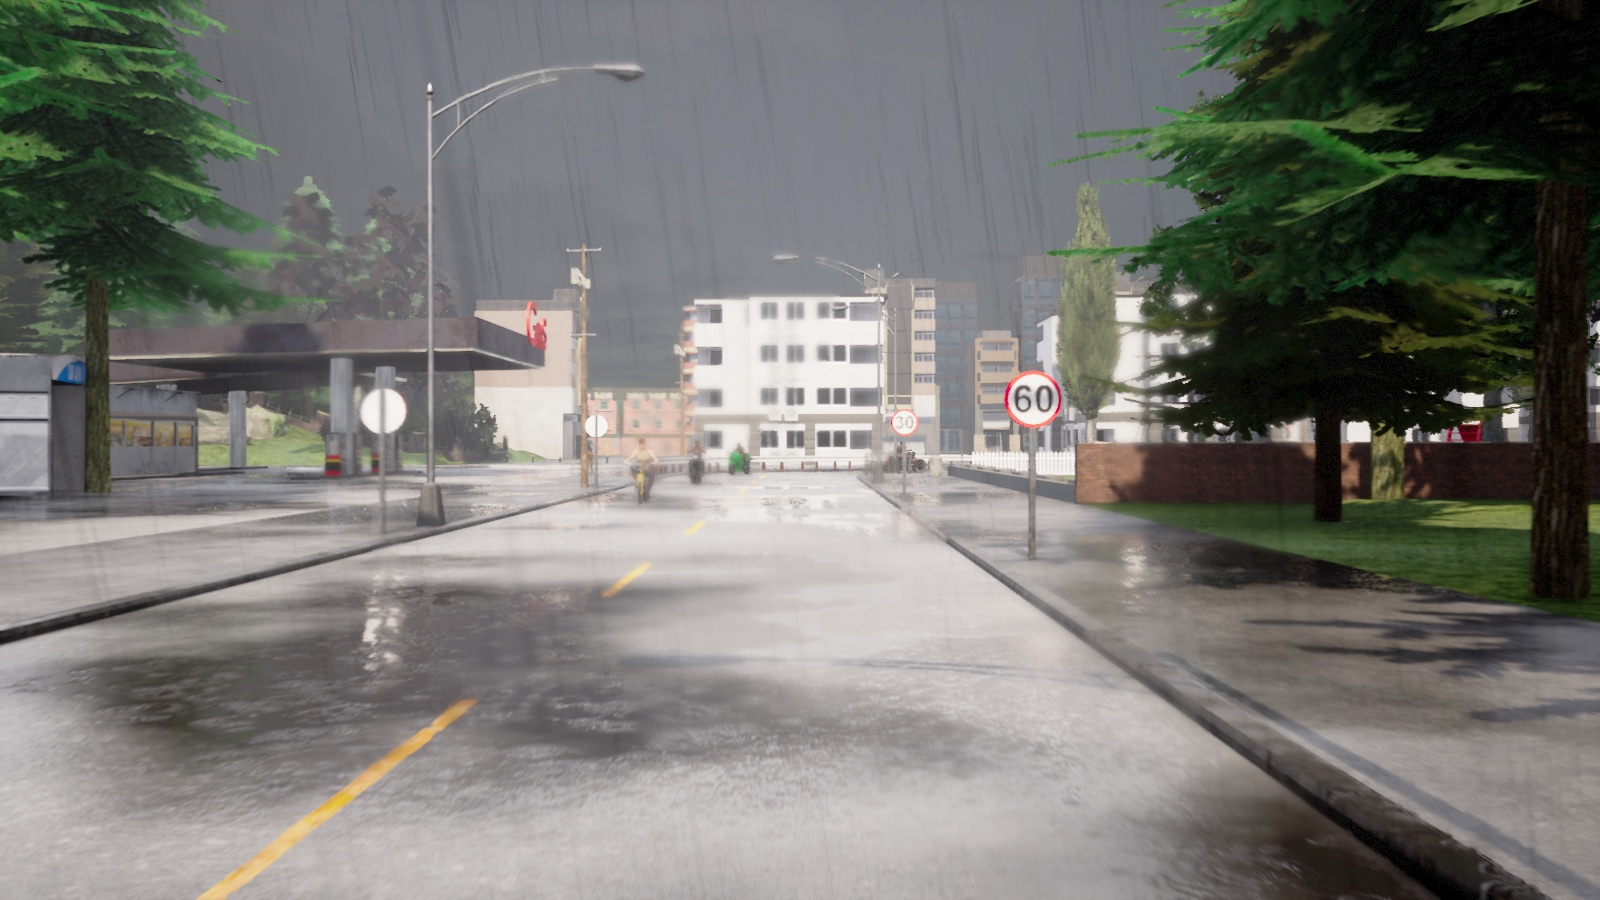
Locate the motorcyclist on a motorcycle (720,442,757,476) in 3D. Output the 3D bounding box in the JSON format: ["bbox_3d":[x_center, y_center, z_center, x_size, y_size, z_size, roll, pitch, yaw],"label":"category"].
[{"bbox_3d":[-2.801,0.406,57.195,0.797,1.523,2.044,2,1,24],"label":"motorcyclist on a motorcycle"}]

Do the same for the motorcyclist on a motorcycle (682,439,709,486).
[{"bbox_3d":[-3.780,0.436,45.710,0.766,1.649,2.350,0,0,0],"label":"motorcyclist on a motorcycle"}]

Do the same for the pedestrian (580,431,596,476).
[{"bbox_3d":[-9.142,0.140,54.164,0.423,1.949,0.788,0,0,10],"label":"pedestrian"}]

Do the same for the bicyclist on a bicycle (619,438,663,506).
[{"bbox_3d":[-3.844,0.508,30.415,0.866,1.612,1.509,0,0,0],"label":"bicyclist on a bicycle"}]

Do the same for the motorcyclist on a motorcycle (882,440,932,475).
[{"bbox_3d":[5.124,0.364,60.035,2.350,1.649,0.766,0,2,-30],"label":"motorcyclist on a motorcycle"}]
